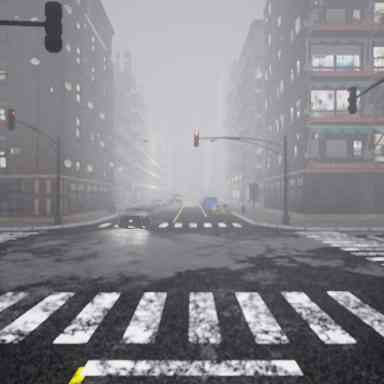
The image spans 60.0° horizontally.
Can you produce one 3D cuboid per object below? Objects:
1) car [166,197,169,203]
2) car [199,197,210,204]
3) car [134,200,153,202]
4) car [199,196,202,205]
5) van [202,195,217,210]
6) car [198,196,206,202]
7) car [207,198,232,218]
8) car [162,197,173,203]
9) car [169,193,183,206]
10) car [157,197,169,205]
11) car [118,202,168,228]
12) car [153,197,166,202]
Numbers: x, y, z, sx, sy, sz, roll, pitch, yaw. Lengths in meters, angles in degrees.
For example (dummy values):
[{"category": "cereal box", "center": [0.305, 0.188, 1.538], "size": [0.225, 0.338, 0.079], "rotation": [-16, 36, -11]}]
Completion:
[{"category": "car", "center": [-5.347, 1.639, 55.804], "size": [1.752, 1.417, 4.829], "rotation": [1, 0, 0]}, {"category": "car", "center": [2.525, 1.695, 67.349], "size": [2.008, 1.369, 4.403], "rotation": [1, 0, 0]}, {"category": "car", "center": [-5.460, 1.610, 33.343], "size": [2.008, 1.369, 4.403], "rotation": [1, 0, 0]}, {"category": "car", "center": [2.540, 1.414, 50.381], "size": [2.192, 1.841, 5.009], "rotation": [1, 0, 0]}, {"category": "van", "center": [2.576, 1.426, 44.728], "size": [1.690, 1.788, 3.998], "rotation": [1, 0, 0]}, {"category": "car", "center": [2.512, 1.740, 84.317], "size": [1.887, 1.381, 4.507], "rotation": [1, 0, 0]}, {"category": "car", "center": [2.681, 1.579, 30.894], "size": [1.752, 1.417, 4.829], "rotation": [1, 0, 0]}, {"category": "car", "center": [-5.360, 1.711, 72.948], "size": [2.008, 1.369, 4.403], "rotation": [1, 0, 0]}, {"category": "car", "center": [-2.792, 1.209, 58.283], "size": [2.150, 2.045, 5.566], "rotation": [0, 0, 0]}, {"category": "car", "center": [-5.352, 1.710, 61.632], "size": [1.802, 1.307, 4.206], "rotation": [1, 0, 0]}, {"category": "car", "center": [-3.360, 1.605, 22.513], "size": [1.994, 1.385, 4.181], "rotation": [0, 0, 12]}, {"category": "car", "center": [-5.343, 1.681, 50.317], "size": [1.802, 1.307, 4.206], "rotation": [1, 0, 0]}]
